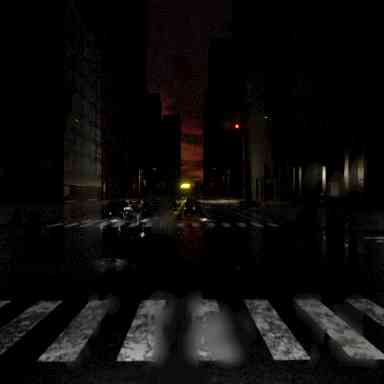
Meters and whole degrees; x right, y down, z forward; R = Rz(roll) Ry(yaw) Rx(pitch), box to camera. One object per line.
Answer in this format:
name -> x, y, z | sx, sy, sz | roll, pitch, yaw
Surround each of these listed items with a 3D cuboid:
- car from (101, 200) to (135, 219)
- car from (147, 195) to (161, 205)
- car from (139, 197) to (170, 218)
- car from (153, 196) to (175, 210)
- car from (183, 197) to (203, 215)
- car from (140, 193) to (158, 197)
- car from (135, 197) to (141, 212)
car -> -6.665, 1.507, 29.558 | 1.837, 1.490, 4.892 | 0, 0, 0
car -> -6.661, 1.359, 58.994 | 2.097, 1.767, 4.553 | 0, 0, -1
car -> -3.400, 1.480, 30.851 | 1.882, 1.535, 5.008 | 0, 0, 0
car -> -3.423, 1.529, 40.132 | 1.812, 1.442, 4.674 | 0, 0, 0
car -> 0.113, 1.550, 33.515 | 2.033, 1.411, 5.357 | 0, 0, -1
car -> -6.677, 1.226, 48.732 | 2.150, 2.045, 5.566 | 0, 0, 0
car -> -6.667, 1.604, 38.821 | 1.895, 1.301, 4.718 | 0, 0, 0
